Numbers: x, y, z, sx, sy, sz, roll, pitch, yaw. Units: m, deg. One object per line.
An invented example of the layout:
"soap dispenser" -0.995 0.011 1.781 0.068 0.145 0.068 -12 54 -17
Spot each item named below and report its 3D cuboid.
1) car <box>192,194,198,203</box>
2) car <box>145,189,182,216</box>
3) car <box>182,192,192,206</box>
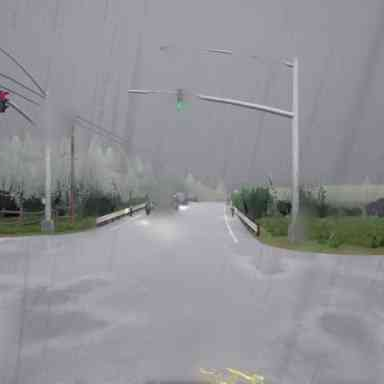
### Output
"car" -0.118 0.972 51.593 2.033 1.411 5.357 0 -2 7
"car" -2.483 0.811 28.875 2.150 2.045 5.566 0 3 5
"car" -1.540 0.802 39.190 1.837 1.490 4.892 0 1 6
